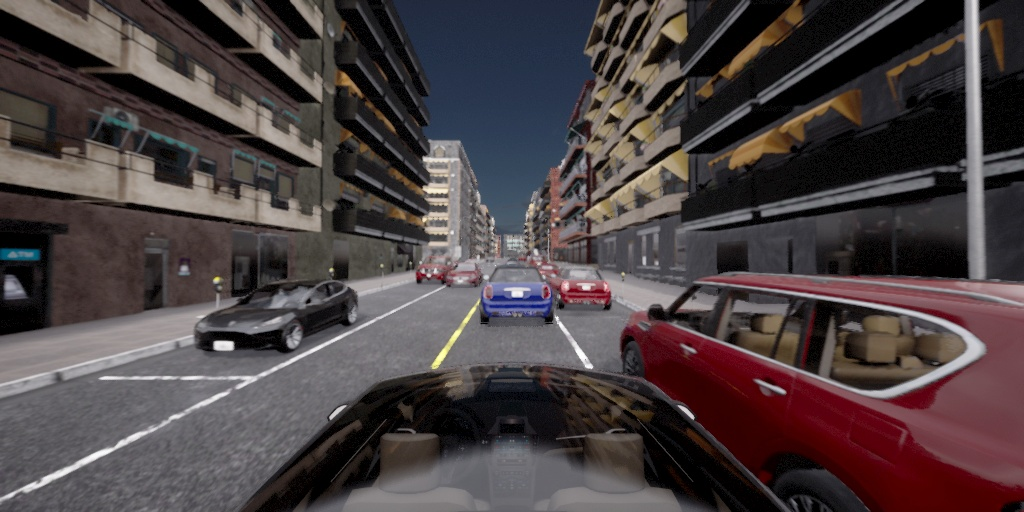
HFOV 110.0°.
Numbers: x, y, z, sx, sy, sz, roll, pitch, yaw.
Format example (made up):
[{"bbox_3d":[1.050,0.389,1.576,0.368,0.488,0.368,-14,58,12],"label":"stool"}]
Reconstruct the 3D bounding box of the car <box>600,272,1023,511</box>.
[{"bbox_3d":[2.535,1.054,3.194,2.192,1.841,5.009,0,0,0],"label":"car"}]

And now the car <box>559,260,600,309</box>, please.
[{"bbox_3d":[2.536,1.105,14.256,1.967,1.591,4.097,0,0,0],"label":"car"}]

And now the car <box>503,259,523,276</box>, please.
[{"bbox_3d":[0.104,1.071,35.327,1.812,1.442,4.674,0,0,0],"label":"car"}]

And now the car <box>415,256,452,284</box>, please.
[{"bbox_3d":[-5.311,0.913,25.374,2.192,1.841,5.009,0,0,0],"label":"car"}]

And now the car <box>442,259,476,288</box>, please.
[{"bbox_3d":[-2.854,1.142,22.255,1.812,1.442,4.674,0,0,0],"label":"car"}]

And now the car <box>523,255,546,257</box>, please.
[{"bbox_3d":[2.538,0.855,36.381,2.192,1.841,5.009,0,0,0],"label":"car"}]

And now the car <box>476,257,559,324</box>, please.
[{"bbox_3d":[0.102,1.033,11.862,2.097,1.767,4.553,0,0,-1],"label":"car"}]

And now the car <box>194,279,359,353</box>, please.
[{"bbox_3d":[-5.313,1.267,8.786,1.948,1.339,4.313,0,0,0],"label":"car"}]
